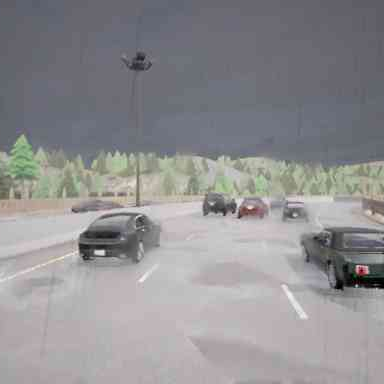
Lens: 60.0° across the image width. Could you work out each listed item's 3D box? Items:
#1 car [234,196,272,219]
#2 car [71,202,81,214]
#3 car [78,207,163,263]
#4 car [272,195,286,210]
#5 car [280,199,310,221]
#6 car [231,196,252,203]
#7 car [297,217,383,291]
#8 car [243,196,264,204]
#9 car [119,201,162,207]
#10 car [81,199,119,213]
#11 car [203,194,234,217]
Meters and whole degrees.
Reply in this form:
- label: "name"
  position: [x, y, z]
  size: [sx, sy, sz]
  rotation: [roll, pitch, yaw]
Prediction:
- label: "car"
  position: [5.400, 1.328, 28.806]
  size: [2.097, 1.767, 4.553]
  rotation: [0, 0, 19]
- label: "car"
  position: [-10.869, 1.542, 35.632]
  size: [1.837, 1.490, 4.892]
  rotation: [0, 0, 21]
- label: "car"
  position: [-2.347, 1.501, 12.024]
  size: [1.837, 1.490, 4.892]
  rotation: [0, 0, 8]
- label: "car"
  position: [11.414, 1.510, 42.299]
  size: [2.033, 1.411, 5.357]
  rotation: [0, 0, 31]
- label: "car"
  position: [8.197, 1.490, 26.154]
  size: [1.812, 1.442, 4.674]
  rotation: [0, 0, 18]
- label: "car"
  position: [10.675, 1.594, 70.898]
  size: [2.128, 1.511, 4.902]
  rotation: [-1, 0, 40]
- label: "car"
  position: [4.254, 1.590, 8.848]
  size: [1.895, 1.301, 4.718]
  rotation: [0, 0, 7]
- label: "car"
  position: [12.585, 1.567, 67.797]
  size: [2.128, 1.511, 4.902]
  rotation: [-1, 0, 40]
- label: "car"
  position: [-4.576, 1.560, 32.661]
  size: [2.033, 1.411, 5.357]
  rotation: [0, 0, 20]
- label: "car"
  position: [-8.367, 1.587, 32.224]
  size: [1.994, 1.385, 4.181]
  rotation: [0, 0, 20]
- label: "car"
  position: [2.729, 1.204, 31.694]
  size: [2.150, 2.045, 5.566]
  rotation: [0, -1, 21]
